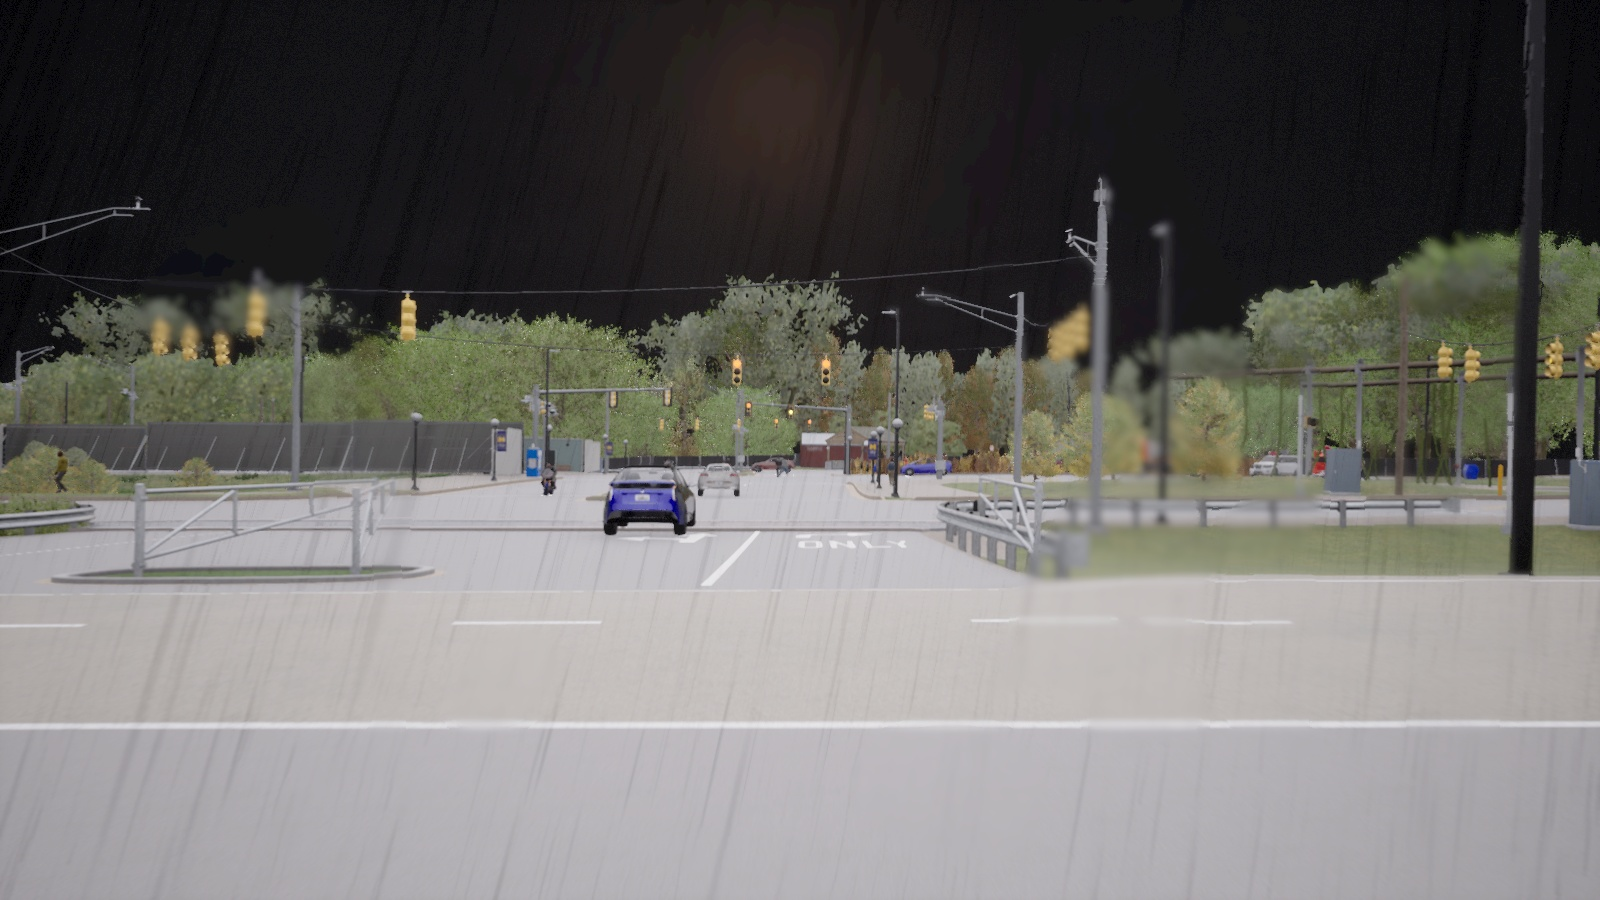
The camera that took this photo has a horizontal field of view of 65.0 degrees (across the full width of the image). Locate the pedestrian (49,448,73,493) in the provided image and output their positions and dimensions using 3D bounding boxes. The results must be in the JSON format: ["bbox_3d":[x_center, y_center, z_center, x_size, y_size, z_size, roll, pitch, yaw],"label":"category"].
[{"bbox_3d":[-30.635,0.831,52.065,0.726,1.835,0.370,1,0,0],"label":"pedestrian"}]

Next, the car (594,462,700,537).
[{"bbox_3d":[-3.429,1.075,28.934,2.007,1.525,4.514,0,0,-2],"label":"car"}]

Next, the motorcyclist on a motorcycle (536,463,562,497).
[{"bbox_3d":[-11.583,1.370,57.920,0.866,1.530,2.191,0,0,-3],"label":"motorcyclist on a motorcycle"}]

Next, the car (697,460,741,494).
[{"bbox_3d":[-4.155,1.364,64.339,2.152,1.651,5.027,1,0,-4],"label":"car"}]
